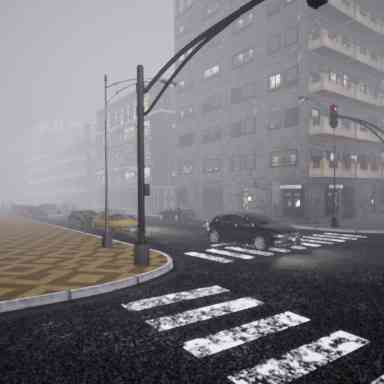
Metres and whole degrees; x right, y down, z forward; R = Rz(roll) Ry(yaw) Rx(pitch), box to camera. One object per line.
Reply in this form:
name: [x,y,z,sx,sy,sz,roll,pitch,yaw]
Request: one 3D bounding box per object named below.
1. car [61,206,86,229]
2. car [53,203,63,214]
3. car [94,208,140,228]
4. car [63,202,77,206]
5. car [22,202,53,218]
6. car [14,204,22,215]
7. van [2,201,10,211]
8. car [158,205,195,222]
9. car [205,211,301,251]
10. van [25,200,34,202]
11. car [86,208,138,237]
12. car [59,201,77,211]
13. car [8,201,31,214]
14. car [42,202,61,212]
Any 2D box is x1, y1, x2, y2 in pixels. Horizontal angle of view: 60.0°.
car: [-8.227,2.001,25.460,1.947,1.339,4.313,-2,0,-36]
car: [-19.549,2.295,45.369,1.837,1.490,4.892,-1,-1,-36]
car: [-6.241,2.017,27.152,1.895,1.301,4.718,-1,-1,-36]
car: [-17.918,2.388,48.453,1.895,1.301,4.718,-1,-1,-36]
car: [-18.269,2.261,39.129,1.887,1.381,4.507,-2,0,-36]
car: [-21.615,2.392,43.686,1.802,1.307,4.206,-2,0,-36]
van: [-31.664,2.432,57.355,1.690,1.788,3.998,-2,0,-36]
car: [-1.475,1.914,30.422,2.008,1.369,4.403,-2,0,-36]
car: [2.593,1.675,15.127,1.837,1.490,4.892,-1,-1,-36]
van: [-41.649,2.830,85.101,1.690,1.788,3.998,-2,0,-36]
car: [-4.780,1.864,20.767,1.752,1.417,4.829,-2,0,-36]
car: [-21.562,2.365,57.761,1.967,1.590,4.097,-2,0,-36]
car: [-24.964,2.448,48.242,1.887,1.381,4.507,-2,0,-36]
car: [-23.833,2.516,56.511,1.994,1.385,4.181,-1,-1,-37]
